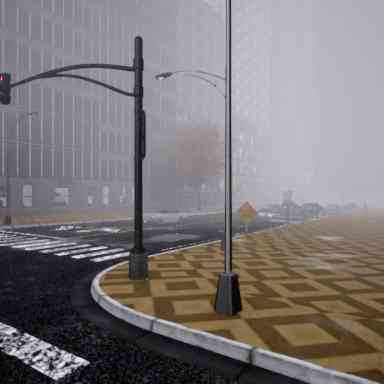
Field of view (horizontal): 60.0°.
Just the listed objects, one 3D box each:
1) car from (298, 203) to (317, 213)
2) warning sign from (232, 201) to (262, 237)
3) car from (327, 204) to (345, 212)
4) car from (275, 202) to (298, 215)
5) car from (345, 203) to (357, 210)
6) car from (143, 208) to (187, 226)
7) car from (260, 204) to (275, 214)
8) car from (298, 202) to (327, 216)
[{"bbox_3d":[19.048,2.533,54.781,1.837,1.490,4.892,0,-1,33],"label":"car"},{"bbox_3d":[3.066,1.454,18.581,1.300,1.860,1.060,1,1,33],"label":"warning sign"},{"bbox_3d":[23.736,2.640,55.889,2.033,1.411,5.357,0,-1,33],"label":"car"},{"bbox_3d":[13.725,2.205,46.402,2.097,1.767,4.553,0,-1,33],"label":"car"},{"bbox_3d":[31.341,2.837,65.801,1.812,1.442,4.674,0,-1,33],"label":"car"},{"bbox_3d":[-2.422,2.011,27.556,1.895,1.301,4.718,0,-1,33],"label":"car"},{"bbox_3d":[11.937,2.430,49.783,2.033,1.411,5.357,0,-1,33],"label":"car"},{"bbox_3d":[15.825,2.190,43.553,2.097,1.767,4.553,0,-1,32],"label":"car"}]
